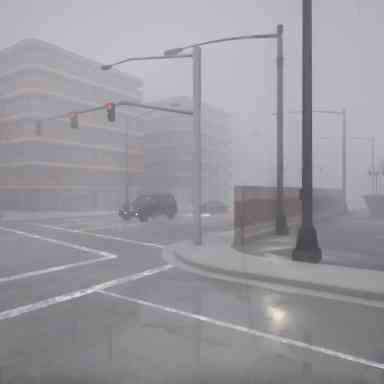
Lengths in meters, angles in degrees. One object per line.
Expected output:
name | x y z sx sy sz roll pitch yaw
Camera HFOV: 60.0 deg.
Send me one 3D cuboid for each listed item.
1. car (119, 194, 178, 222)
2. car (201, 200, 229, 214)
car | -3.440 1.221 27.305 2.150 2.045 5.566 0 0 35
car | 2.216 1.564 35.518 1.994 1.385 4.181 0 0 35
